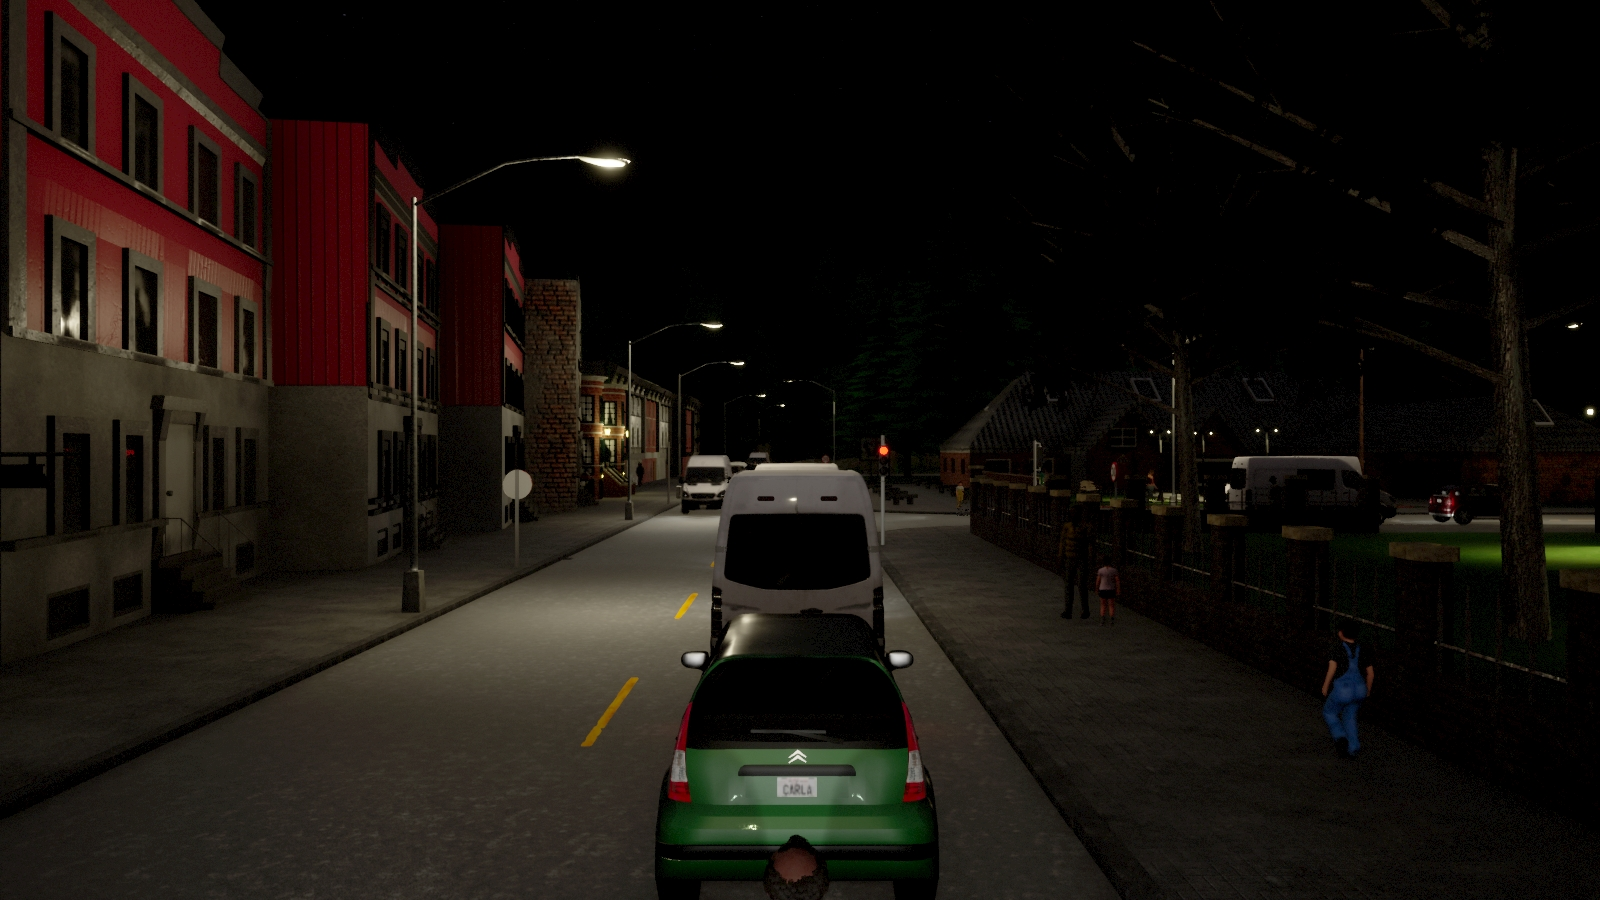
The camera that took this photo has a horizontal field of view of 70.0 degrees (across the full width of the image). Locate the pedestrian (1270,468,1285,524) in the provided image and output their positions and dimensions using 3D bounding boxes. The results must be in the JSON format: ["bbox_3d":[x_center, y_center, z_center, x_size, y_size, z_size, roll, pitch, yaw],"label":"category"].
[{"bbox_3d":[15.944,1.525,38.162,0.375,1.860,0.375,0,0,2],"label":"pedestrian"}]

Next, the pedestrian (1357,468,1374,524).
[{"bbox_3d":[18.859,1.525,38.091,0.375,1.860,0.375,0,0,0],"label":"pedestrian"}]

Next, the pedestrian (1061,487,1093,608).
[{"bbox_3d":[4.379,1.525,18.049,0.375,1.860,0.375,0,0,38],"label":"pedestrian"}]

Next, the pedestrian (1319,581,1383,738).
[{"bbox_3d":[4.781,1.805,9.920,0.375,1.300,0.375,0,0,0],"label":"pedestrian"}]

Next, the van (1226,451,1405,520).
[{"bbox_3d":[19.552,1.314,43.543,5.915,2.561,1.988,0,0,1],"label":"van"}]

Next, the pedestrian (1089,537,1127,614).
[{"bbox_3d":[4.711,1.904,17.474,0.500,1.100,0.500,0,0,24],"label":"pedestrian"}]

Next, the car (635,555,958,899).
[{"bbox_3d":[-0.023,1.779,8.527,1.851,1.617,3.988,0,0,0],"label":"car"}]

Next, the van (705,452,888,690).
[{"bbox_3d":[-0.048,1.314,15.312,1.988,2.561,5.915,0,0,0],"label":"van"}]
